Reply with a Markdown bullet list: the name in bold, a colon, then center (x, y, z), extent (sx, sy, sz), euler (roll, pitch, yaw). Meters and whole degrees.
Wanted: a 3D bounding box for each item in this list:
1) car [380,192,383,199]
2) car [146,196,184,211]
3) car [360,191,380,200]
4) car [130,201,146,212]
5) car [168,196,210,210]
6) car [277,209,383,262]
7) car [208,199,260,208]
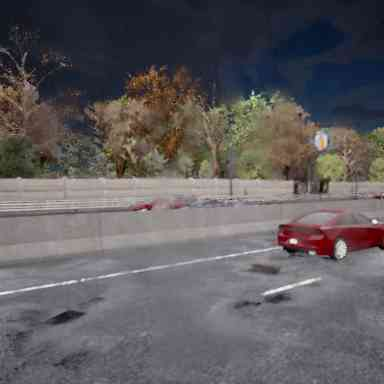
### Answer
- **car**: center (32.254, 0.834, 52.714), extent (4.674, 1.442, 1.812), euler (-1, 1, -35)
- **car**: center (-1.230, 1.157, 28.910), extent (4.553, 1.767, 2.097), euler (-1, 1, -35)
- **car**: center (29.885, 0.666, 55.324), extent (4.553, 1.767, 2.097), euler (-1, 0, -35)
- **car**: center (-3.431, 1.285, 31.640), extent (5.008, 1.535, 1.882), euler (-1, 1, -35)
- **car**: center (0.900, 1.308, 26.132), extent (4.892, 1.490, 1.837), euler (-1, 1, -35)
- **car**: center (5.159, 1.342, 11.726), extent (5.008, 1.535, 1.882), euler (-1, 1, -36)
- **car**: center (3.570, 1.358, 23.736), extent (4.181, 1.385, 1.994), euler (-1, 1, -35)
